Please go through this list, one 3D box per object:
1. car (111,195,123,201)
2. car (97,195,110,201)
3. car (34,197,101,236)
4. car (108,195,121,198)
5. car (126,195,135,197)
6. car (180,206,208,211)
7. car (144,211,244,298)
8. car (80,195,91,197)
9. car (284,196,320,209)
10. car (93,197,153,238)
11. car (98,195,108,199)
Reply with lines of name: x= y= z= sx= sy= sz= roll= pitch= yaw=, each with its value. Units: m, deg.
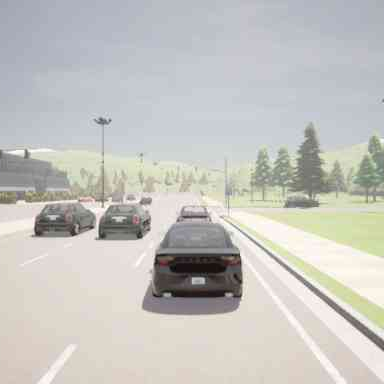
car: x=-19.626 y=1.550 z=87.194 sx=1.994 sy=1.385 sz=4.181 roll=0 pitch=0 yaw=0
car: x=-23.126 y=1.523 z=87.171 sx=2.128 sy=1.511 sz=4.902 roll=0 pitch=0 yaw=0
car: x=-6.915 y=1.351 z=18.617 sx=2.097 sy=1.767 sz=4.553 roll=0 pitch=0 yaw=0
car: x=-16.154 y=1.522 z=71.678 sx=1.812 sy=1.442 sz=4.674 roll=0 pitch=0 yaw=0
car: x=-16.126 y=1.497 z=87.205 sx=1.837 sy=1.490 sz=4.892 roll=0 pitch=0 yaw=0
car: x=0.100 y=1.491 z=17.980 sx=2.128 sy=1.511 sz=4.902 roll=0 pitch=0 yaw=0
car: x=0.114 y=1.477 z=8.562 sx=1.882 sy=1.535 sz=5.008 roll=0 pitch=0 yaw=0
car: x=-23.154 y=1.353 z=71.659 sx=2.097 sy=1.767 sz=4.553 roll=0 pitch=0 yaw=0
car: x=14.944 y=1.350 z=45.381 sx=4.553 sy=1.767 sz=2.097 roll=0 pitch=0 yaw=1
car: x=-3.410 y=1.351 z=17.637 sx=2.097 sy=1.767 sz=4.553 roll=0 pitch=0 yaw=0
car: x=-19.654 y=1.593 z=71.630 sx=1.895 sy=1.301 sz=4.718 roll=0 pitch=0 yaw=0
